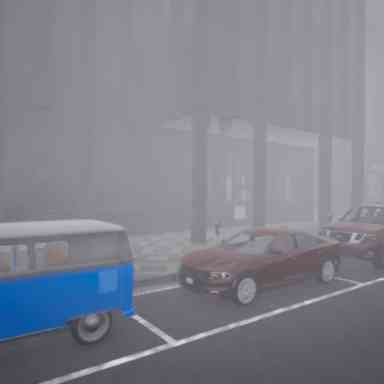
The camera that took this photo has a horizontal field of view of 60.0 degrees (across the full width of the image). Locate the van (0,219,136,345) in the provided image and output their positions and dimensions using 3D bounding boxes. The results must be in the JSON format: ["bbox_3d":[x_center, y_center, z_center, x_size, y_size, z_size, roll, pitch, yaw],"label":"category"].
[{"bbox_3d":[-2.796,1.342,4.760,3.998,1.788,1.690,0,1,-35],"label":"van"}]

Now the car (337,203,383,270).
[{"bbox_3d":[6.366,1.316,11.286,5.009,1.841,2.192,0,1,-35],"label":"car"}]

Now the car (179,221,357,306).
[{"bbox_3d":[1.784,1.546,8.025,4.507,1.381,1.887,0,1,-35],"label":"car"}]
